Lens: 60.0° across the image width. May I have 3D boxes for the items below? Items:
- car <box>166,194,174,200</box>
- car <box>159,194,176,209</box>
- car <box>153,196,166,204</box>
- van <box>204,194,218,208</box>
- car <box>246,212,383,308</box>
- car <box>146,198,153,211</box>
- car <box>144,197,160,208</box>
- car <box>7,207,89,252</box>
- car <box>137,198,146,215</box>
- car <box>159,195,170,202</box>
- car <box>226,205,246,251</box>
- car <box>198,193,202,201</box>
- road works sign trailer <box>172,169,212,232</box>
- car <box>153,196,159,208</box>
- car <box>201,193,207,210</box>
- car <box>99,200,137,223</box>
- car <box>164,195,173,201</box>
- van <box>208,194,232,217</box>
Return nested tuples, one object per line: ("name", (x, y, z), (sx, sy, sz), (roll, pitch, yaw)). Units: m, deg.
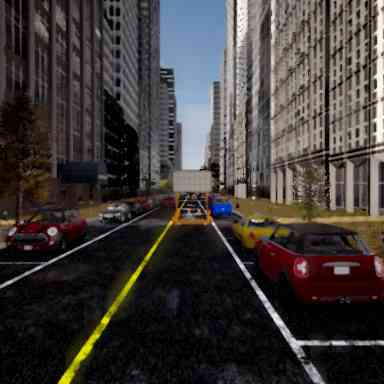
("car", (-5.739, 1.261, 87.454), (1.967, 1.590, 4.097), (-1, 0, 0))
("car", (-3.108, 1.388, 44.264), (1.882, 1.535, 5.008), (0, 0, 0))
("car", (-5.726, 1.431, 59.036), (2.008, 1.369, 4.403), (-1, 0, 0))
("van", (2.658, 1.245, 47.673), (1.690, 1.788, 3.998), (-1, 0, 0))
("car", (2.678, 1.424, 7.888), (1.967, 1.590, 4.097), (-1, 0, 0))
("car", (-5.715, 1.471, 36.302), (1.887, 1.381, 4.507), (-1, 0, 0))
("car", (-5.720, 1.485, 47.669), (1.802, 1.307, 4.206), (-1, 0, 0))
("car", (-5.705, 1.412, 13.567), (1.967, 1.590, 4.097), (-1, 0, 0))
("car", (-5.712, 1.504, 30.618), (1.947, 1.339, 4.313), (-1, 0, 0))
("car", (-5.730, 1.408, 70.403), (2.008, 1.369, 4.403), (-1, 0, 0))
("car", (2.676, 1.497, 13.741), (1.752, 1.417, 4.829), (-1, 0, 0))
("car", (2.650, 1.408, 70.407), (2.008, 1.369, 4.403), (-1, 0, 0))
("road works sign trailer", (0.010, 0.424, 19.991), (2.380, 3.560, 2.880), (0, 0, 0))
("car", (-5.718, 1.466, 41.985), (2.008, 1.369, 4.403), (-1, 0, 0))
("car", (2.661, 1.230, 41.989), (2.192, 1.841, 5.009), (-1, 0, 0))
("car", (-5.710, 1.500, 24.934), (2.008, 1.369, 4.403), (-1, 0, 0))
("car", (-5.736, 1.415, 81.771), (1.802, 1.307, 4.206), (-1, 0, 0))
("van", (2.666, 1.279, 30.622), (1.690, 1.788, 3.998), (-1, 0, 0))
